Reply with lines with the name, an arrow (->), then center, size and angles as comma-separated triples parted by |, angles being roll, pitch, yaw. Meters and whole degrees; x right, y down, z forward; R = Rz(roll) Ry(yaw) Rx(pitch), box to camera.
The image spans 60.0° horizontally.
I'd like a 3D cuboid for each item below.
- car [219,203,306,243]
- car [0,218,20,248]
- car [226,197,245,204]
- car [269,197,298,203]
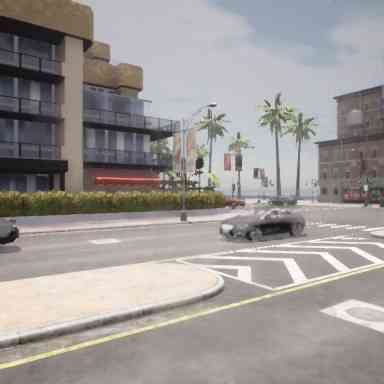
car -> 3.515, 1.491, 16.282 | 4.902, 1.511, 2.128 | 0, 0, -35
car -> -8.861, 1.491, 11.800 | 4.902, 1.511, 2.128 | 0, 0, -35
car -> 6.106, 1.478, 51.220 | 1.882, 1.535, 5.008 | 0, 0, -35
car -> 14.204, 1.505, 52.182 | 1.837, 1.490, 4.892 | 0, 0, -35
